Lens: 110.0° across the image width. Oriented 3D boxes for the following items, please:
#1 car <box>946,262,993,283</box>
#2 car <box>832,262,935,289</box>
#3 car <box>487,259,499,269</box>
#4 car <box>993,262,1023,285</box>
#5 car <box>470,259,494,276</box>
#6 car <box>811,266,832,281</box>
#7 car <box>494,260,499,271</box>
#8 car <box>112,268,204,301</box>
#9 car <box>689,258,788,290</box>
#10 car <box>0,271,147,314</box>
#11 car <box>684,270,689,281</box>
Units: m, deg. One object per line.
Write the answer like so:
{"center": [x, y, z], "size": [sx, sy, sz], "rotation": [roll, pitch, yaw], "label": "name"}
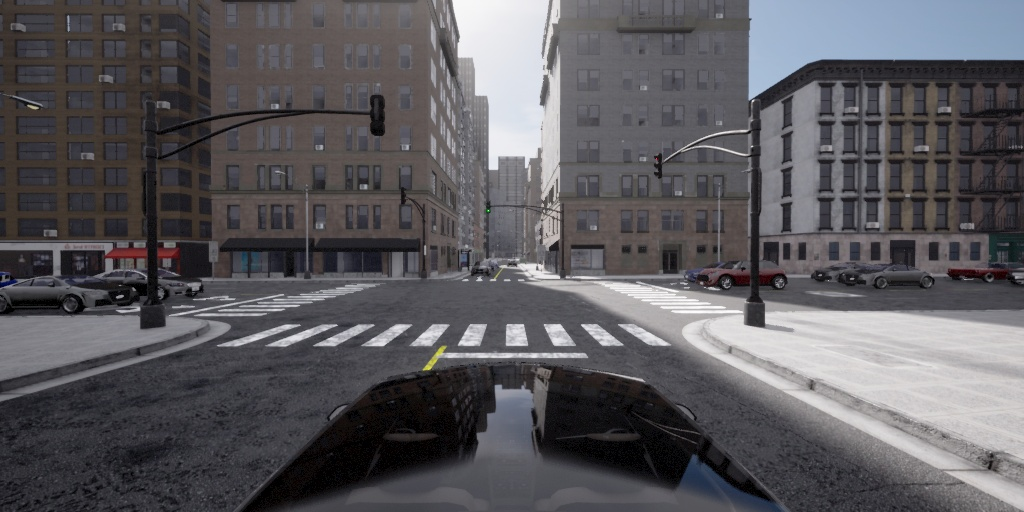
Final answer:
{"center": [32.834, 1.075, 24.403], "size": [4.718, 1.301, 1.895], "rotation": [0, 1, 0], "label": "car"}
{"center": [21.984, 1.150, 21.106], "size": [4.181, 1.385, 1.994], "rotation": [0, 1, -1], "label": "car"}
{"center": [-3.128, 1.308, 59.638], "size": [1.812, 1.442, 4.674], "rotation": [0, 0, 0], "label": "car"}
{"center": [32.381, 1.004, 21.151], "size": [4.902, 1.511, 2.128], "rotation": [0, 1, 0], "label": "car"}
{"center": [-3.128, 1.264, 37.046], "size": [1.837, 1.490, 4.892], "rotation": [0, 0, 0], "label": "car"}
{"center": [22.914, 1.109, 24.367], "size": [4.181, 1.385, 1.994], "rotation": [0, 1, -1], "label": "car"}
{"center": [-3.129, 1.367, 47.011], "size": [1.895, 1.301, 4.718], "rotation": [0, 0, 0], "label": "car"}
{"center": [-17.801, 1.337, 17.449], "size": [4.902, 1.511, 2.128], "rotation": [0, 1, 1], "label": "car"}
{"center": [13.342, 0.996, 21.036], "size": [4.553, 1.767, 2.097], "rotation": [0, 1, -1], "label": "car"}
{"center": [-17.530, 1.443, 14.191], "size": [4.181, 1.385, 1.994], "rotation": [0, 1, 0], "label": "car"}
{"center": [14.167, 1.129, 24.312], "size": [4.674, 1.442, 1.812], "rotation": [0, 1, 0], "label": "car"}
